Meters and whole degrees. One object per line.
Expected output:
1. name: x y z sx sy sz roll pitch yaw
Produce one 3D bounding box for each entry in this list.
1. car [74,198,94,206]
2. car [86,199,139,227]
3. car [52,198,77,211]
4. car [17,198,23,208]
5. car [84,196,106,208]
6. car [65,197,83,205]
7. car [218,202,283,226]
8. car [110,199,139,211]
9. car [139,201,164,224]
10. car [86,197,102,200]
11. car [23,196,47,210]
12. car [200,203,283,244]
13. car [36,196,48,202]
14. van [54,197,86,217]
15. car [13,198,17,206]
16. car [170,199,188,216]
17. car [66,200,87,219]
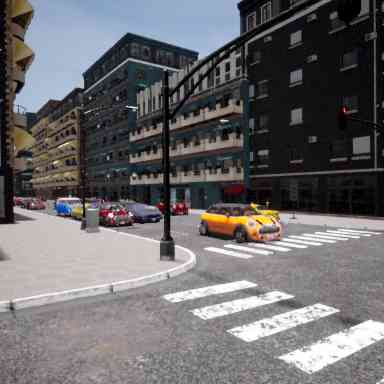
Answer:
1. car: -18.242 1.644 55.866 1.947 1.339 4.313 -1 1 -35
2. car: -5.786 1.553 23.966 1.967 1.590 4.097 -1 1 -35
3. car: -16.963 1.612 44.183 1.882 1.535 5.008 -1 1 -35
4. car: -25.064 1.770 51.001 1.947 1.339 4.313 -1 1 -35
5. car: -15.030 1.502 51.359 1.967 1.590 4.097 -1 1 -35
6. car: -21.455 1.645 60.372 2.008 1.369 4.403 -1 1 -35
7. car: 4.152 1.498 24.463 1.752 1.417 4.829 -1 1 -35
8. car: -8.602 1.581 42.348 2.008 1.369 4.403 -1 1 -35
9. car: -4.292 1.624 26.335 2.033 1.411 5.357 -1 0 -35
10. car: -10.885 1.458 35.587 2.097 1.767 4.553 -1 1 -35
11. car: -21.853 1.628 46.494 1.967 1.590 4.097 -1 1 -35
12. car: 2.304 1.404 16.556 2.097 1.767 4.553 -1 0 -31
13. car: -37.521 1.728 82.901 1.887 1.381 4.507 -1 1 -35
14. van: -12.214 1.483 32.975 1.690 1.788 3.998 -1 1 -35
15. car: -31.491 1.782 60.013 1.887 1.381 4.507 -1 1 -35
16. car: -2.177 1.441 33.335 1.967 1.590 4.097 -1 1 -35
17. car: -8.899 1.652 28.333 1.752 1.417 4.829 -1 1 -35
